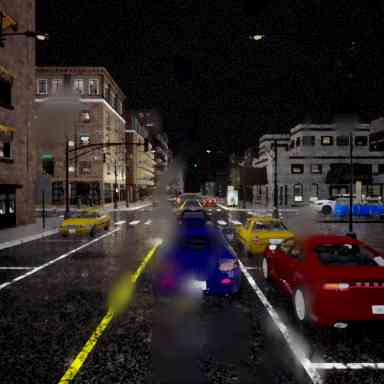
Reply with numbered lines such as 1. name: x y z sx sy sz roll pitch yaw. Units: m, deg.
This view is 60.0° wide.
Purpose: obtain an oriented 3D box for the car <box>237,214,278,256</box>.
1. car: 2.683 1.526 12.848 1.752 1.417 4.829 0 0 0

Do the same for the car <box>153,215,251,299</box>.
1. car: 0.103 1.525 8.313 1.812 1.442 4.674 0 0 0

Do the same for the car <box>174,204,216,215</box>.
1. car: 0.097 1.566 17.407 1.994 1.385 4.181 0 0 0

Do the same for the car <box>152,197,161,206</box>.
1. car: -5.706 1.580 56.529 2.008 1.369 4.403 0 0 0

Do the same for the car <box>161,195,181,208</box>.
1. car: -3.106 1.584 49.471 1.994 1.385 4.181 0 0 0

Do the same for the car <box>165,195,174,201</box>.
1. car: -5.712 1.596 84.843 1.752 1.417 4.829 0 0 0

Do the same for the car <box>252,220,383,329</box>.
1. car: 2.684 1.544 6.980 1.887 1.381 4.507 0 0 0

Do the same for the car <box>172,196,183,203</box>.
1. car: -3.013 1.610 69.270 1.994 1.385 4.181 0 0 0

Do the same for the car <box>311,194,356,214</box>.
1. car: 15.478 1.256 34.937 5.566 2.045 2.150 0 0 0

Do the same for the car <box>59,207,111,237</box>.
1. car: -5.699 1.527 18.207 1.752 1.417 4.829 0 0 0

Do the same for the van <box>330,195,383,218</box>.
1. van: 14.653 1.413 29.143 3.998 1.788 1.690 0 0 0

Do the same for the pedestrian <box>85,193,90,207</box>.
1. pedestrian: -12.638 1.080 40.256 0.375 1.860 0.375 0 0 0

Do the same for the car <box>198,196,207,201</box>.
1. car: 2.669 1.622 85.027 2.008 1.369 4.403 -1 0 0

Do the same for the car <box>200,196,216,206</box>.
1. car: 2.674 1.462 50.846 1.967 1.590 4.097 0 0 0

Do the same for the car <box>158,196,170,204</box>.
1. car: -5.708 1.595 67.923 2.008 1.369 4.403 0 0 0
